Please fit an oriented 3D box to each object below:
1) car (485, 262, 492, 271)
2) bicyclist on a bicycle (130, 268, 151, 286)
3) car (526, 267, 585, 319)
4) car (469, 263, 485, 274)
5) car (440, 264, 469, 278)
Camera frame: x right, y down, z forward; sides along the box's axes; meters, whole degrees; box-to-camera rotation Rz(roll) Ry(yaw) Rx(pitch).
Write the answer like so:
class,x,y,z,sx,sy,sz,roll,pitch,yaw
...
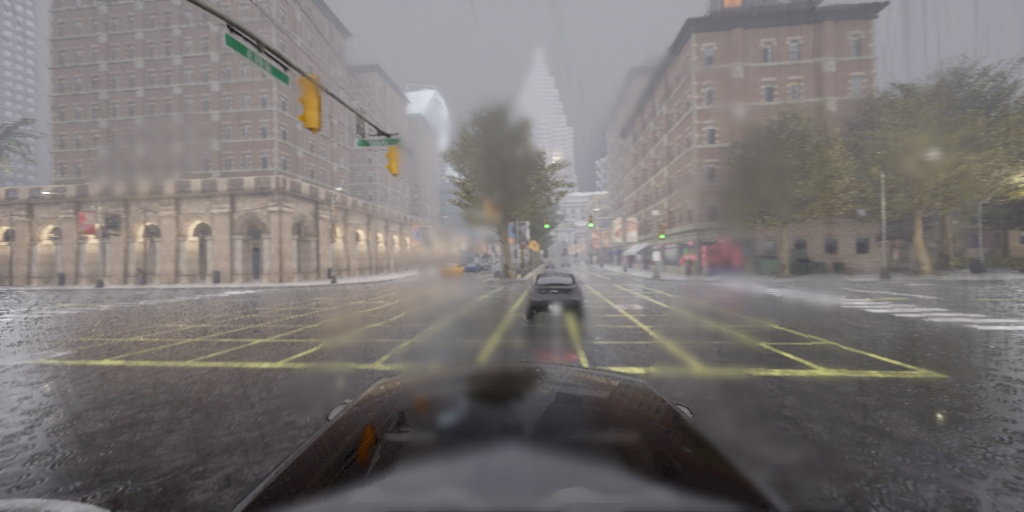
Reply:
class,x,y,z,sx,sy,sz,roll,pitch,yaw
car,-4.748,1.896,63.228,1.837,1.490,4.892,-1,-1,6
bicyclist on a bicycle,-33.947,1.923,32.771,0.582,1.620,1.656,-1,0,6
car,1.569,1.330,13.082,1.837,1.490,4.892,-1,0,6
car,-5.844,1.795,53.016,1.882,1.535,5.008,-1,-1,6
car,-6.992,1.724,42.948,1.882,1.535,5.008,-1,-1,6
